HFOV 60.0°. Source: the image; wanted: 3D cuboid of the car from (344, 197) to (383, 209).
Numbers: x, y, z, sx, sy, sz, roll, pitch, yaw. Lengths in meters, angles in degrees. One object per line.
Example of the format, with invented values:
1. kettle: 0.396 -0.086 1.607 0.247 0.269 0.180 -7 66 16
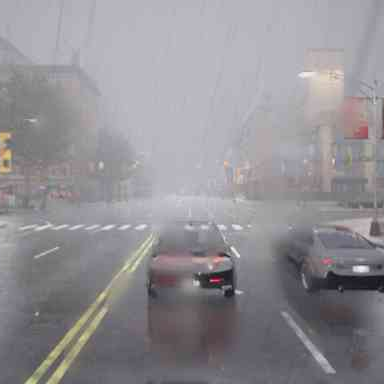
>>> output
1. car: 23.021 1.457 43.094 5.008 1.535 1.882 0 0 0

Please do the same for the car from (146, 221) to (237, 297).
1. car: -0.019 1.487 8.531 2.128 1.511 4.902 0 0 0

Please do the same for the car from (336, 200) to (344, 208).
1. car: 22.801 1.469 46.589 4.902 1.511 2.128 0 0 0

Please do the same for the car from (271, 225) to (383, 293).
1. car: 3.481 1.560 8.868 1.994 1.385 4.181 0 0 0
